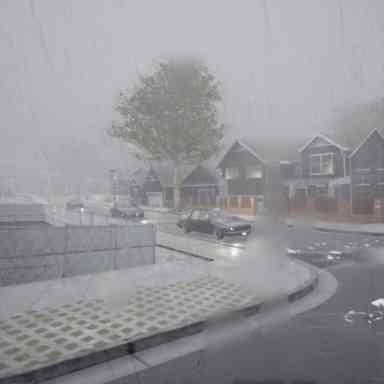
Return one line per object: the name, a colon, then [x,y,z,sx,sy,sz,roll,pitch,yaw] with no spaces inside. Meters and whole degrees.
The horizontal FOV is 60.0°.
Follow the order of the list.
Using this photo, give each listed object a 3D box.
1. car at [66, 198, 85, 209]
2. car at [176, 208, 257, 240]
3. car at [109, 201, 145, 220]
car: [-16.869,1.623,47.828,2.033,1.411,5.357,-3,1,-29]
car: [1.081,1.625,18.276,2.033,1.411,5.357,-3,2,-33]
car: [-5.716,1.569,28.822,1.837,1.490,4.892,-3,2,-32]
